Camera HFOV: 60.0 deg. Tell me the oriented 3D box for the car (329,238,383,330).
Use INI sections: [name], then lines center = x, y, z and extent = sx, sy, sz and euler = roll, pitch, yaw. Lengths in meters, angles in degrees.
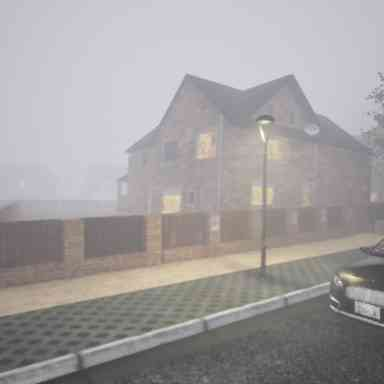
[car]
center = 4.580, 1.471, 6.322
extent = 4.902, 1.511, 2.128
euler = 0, 0, -35
